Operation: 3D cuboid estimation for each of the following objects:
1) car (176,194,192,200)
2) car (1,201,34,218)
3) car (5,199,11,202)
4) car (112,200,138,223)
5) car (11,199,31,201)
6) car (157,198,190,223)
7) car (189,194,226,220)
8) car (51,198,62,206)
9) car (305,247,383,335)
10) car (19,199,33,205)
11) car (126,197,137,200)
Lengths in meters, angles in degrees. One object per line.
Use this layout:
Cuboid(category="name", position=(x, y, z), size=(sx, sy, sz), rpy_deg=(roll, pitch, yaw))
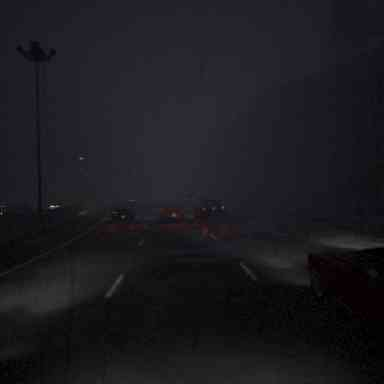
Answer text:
Cuboid(category="car", position=(-1.191, 1.286, 54.693), size=(2.150, 2.045, 5.566), rpy_deg=(-1, 0, -20))
Cuboid(category="car", position=(-17.725, 1.946, 34.034), size=(2.033, 1.411, 5.357), rpy_deg=(-1, 0, -12))
Cuboid(category="car", position=(-41.863, 2.277, 76.771), size=(1.882, 1.535, 5.008), rpy_deg=(-1, 0, -17))
Cuboid(category="car", position=(-5.559, 1.662, 27.346), size=(1.812, 1.442, 4.674), rpy_deg=(-1, 0, -9))
Cuboid(category="car", position=(-26.741, 2.128, 52.620), size=(1.812, 1.442, 4.674), rpy_deg=(-1, 0, -18))
Cuboid(category="car", position=(-1.716, 1.533, 26.557), size=(1.882, 1.535, 5.008), rpy_deg=(-1, 0, -10))
Cuboid(category="car", position=(1.381, 1.342, 28.199), size=(2.097, 1.767, 4.553), rpy_deg=(-1, 0, -9))
Cuboid(category="car", position=(-29.355, 2.137, 71.997), size=(2.128, 1.511, 4.902), rpy_deg=(-1, 0, -18))
Cuboid(category="car", position=(3.509, 1.531, 5.392), size=(1.895, 1.301, 4.718), rpy_deg=(-1, 0, -1))
Cuboid(category="car", position=(-38.148, 2.285, 76.627), size=(2.033, 1.411, 5.357), rpy_deg=(-1, 0, -17))
Cuboid(category="car", position=(-11.537, 1.779, 63.023), size=(2.128, 1.511, 4.902), rpy_deg=(-1, 0, -19))
